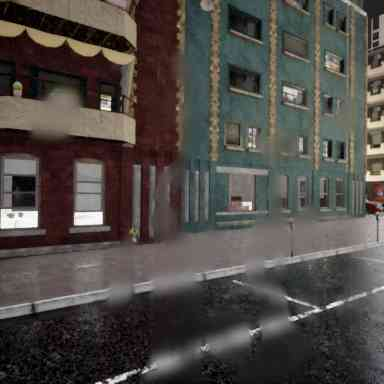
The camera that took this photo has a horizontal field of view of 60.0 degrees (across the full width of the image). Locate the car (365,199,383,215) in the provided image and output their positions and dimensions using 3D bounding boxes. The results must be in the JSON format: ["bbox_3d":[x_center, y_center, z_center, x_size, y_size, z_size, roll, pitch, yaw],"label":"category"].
[{"bbox_3d":[15.690,1.240,32.190,2.192,1.841,5.009,1,0,-36],"label":"car"}]
